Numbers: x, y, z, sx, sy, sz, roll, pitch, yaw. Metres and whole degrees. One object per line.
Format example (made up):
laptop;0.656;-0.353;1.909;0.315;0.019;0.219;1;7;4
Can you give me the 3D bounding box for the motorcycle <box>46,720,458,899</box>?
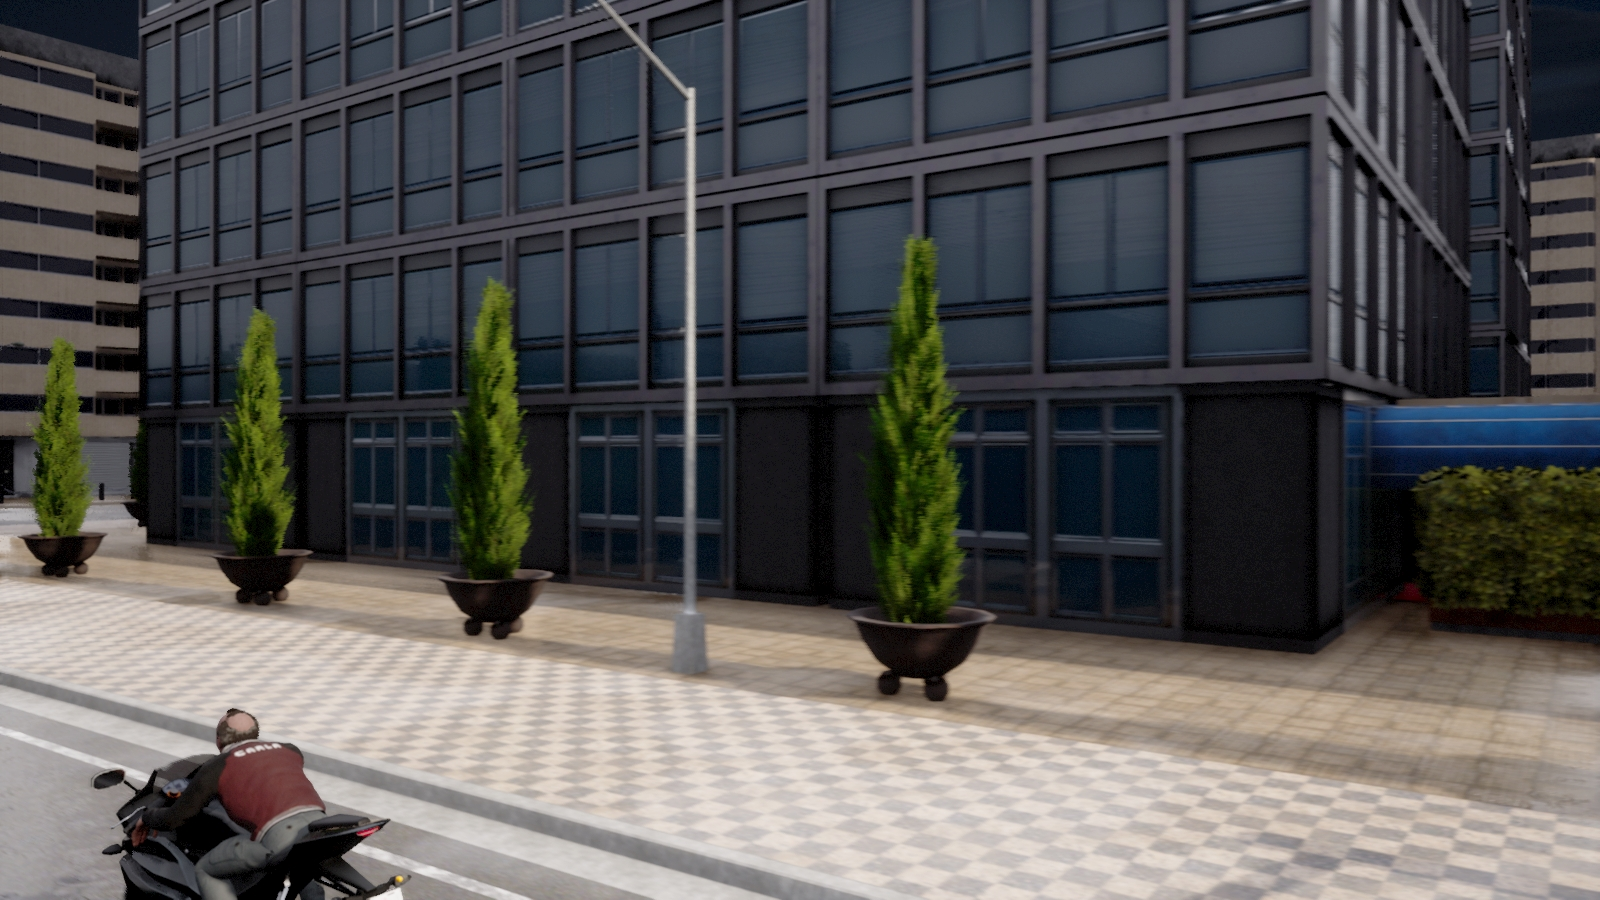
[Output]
motorcycle;-2.778;2.205;5.689;2.209;1.251;0.867;0;0;35
